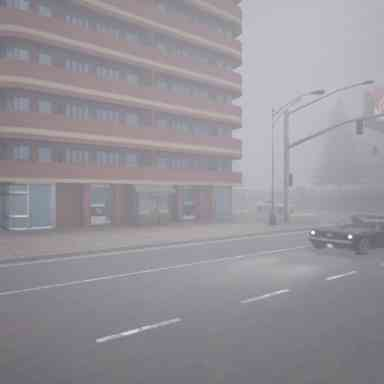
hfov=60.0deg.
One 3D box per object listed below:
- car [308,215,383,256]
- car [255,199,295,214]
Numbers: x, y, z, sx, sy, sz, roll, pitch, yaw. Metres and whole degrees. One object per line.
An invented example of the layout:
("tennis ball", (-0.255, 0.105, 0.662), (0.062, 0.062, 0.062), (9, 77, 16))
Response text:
("car", (6.703, 1.601, 13.169), (4.718, 1.301, 1.895), (0, 0, -36))
("car", (8.903, 1.526, 36.193), (1.812, 1.442, 4.674), (0, 0, -36))
